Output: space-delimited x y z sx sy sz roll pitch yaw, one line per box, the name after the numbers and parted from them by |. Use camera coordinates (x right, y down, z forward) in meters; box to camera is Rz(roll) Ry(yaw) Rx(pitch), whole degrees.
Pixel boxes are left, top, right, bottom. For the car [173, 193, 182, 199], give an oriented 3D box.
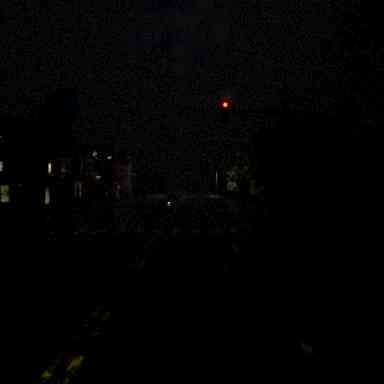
-3.401 0.886 78.592 1.895 1.301 4.718 0 1 0 | car

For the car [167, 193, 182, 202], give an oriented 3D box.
-3.336 1.044 58.457 1.994 1.385 4.181 0 1 0 | car
